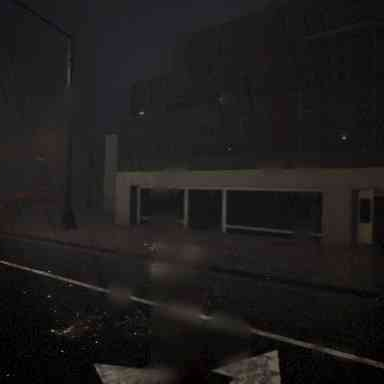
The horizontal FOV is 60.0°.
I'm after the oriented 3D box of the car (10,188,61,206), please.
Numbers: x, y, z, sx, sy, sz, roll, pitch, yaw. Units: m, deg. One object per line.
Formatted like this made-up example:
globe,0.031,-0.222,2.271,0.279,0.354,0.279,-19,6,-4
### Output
car,-18.215,0.512,39.029,2.150,2.045,5.566,2,1,36
